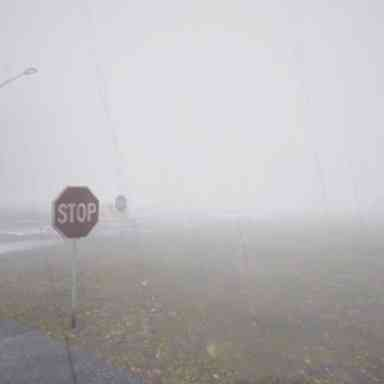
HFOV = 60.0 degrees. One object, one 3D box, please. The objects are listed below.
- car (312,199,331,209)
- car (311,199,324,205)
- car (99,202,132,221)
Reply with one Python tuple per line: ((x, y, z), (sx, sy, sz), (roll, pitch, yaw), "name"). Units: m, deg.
((24.918, 2.312, 63.021), (1.882, 1.535, 5.008), (1, 0, 36), "car")
((32.079, 2.478, 84.809), (1.882, 1.535, 5.008), (1, 0, 36), "car")
((-7.672, 1.736, 30.023), (1.882, 1.535, 5.008), (1, 1, 36), "car")
